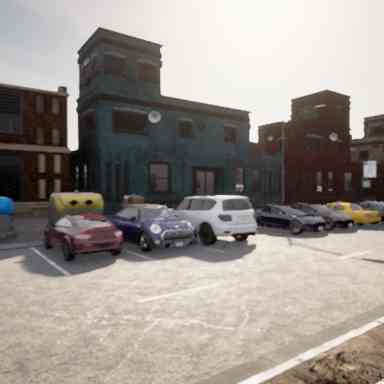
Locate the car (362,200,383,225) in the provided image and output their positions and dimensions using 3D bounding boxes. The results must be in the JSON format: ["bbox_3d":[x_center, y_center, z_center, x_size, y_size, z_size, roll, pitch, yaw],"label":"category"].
[{"bbox_3d":[9.530,1.372,22.138,1.946,1.575,5.366,0,0,-35],"label":"car"}]

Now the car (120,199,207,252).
[{"bbox_3d":[-1.747,1.321,13.959,2.185,1.767,4.553,0,0,-35],"label":"car"}]

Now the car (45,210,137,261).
[{"bbox_3d":[-4.068,1.503,12.271,2.002,1.452,4.674,0,0,-35],"label":"car"}]

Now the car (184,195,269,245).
[{"bbox_3d":[0.549,1.178,15.581,2.435,2.045,5.566,0,0,-35],"label":"car"}]

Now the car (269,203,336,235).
[{"bbox_3d":[5.120,1.430,18.751,2.163,1.488,4.792,0,0,-35],"label":"car"}]

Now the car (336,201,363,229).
[{"bbox_3d":[7.387,1.417,20.356,2.163,1.488,4.792,0,0,-35],"label":"car"}]
